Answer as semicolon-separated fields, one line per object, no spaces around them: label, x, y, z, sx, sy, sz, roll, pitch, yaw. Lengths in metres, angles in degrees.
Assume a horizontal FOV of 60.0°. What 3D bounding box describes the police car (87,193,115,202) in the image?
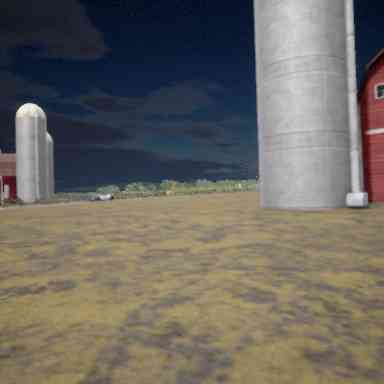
police car;-16.251;0.948;59.148;2.038;1.542;4.974;-2;0;36
